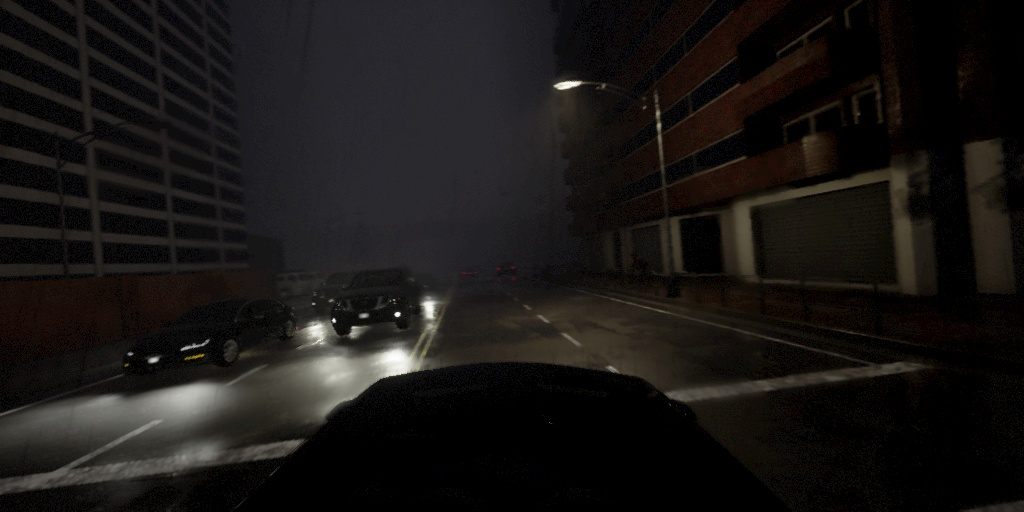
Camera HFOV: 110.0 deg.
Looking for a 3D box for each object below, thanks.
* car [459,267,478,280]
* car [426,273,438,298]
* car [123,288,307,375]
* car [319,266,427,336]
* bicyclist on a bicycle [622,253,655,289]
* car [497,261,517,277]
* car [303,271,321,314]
[{"bbox_3d":[-5.252,2.024,42.610,2.033,1.411,5.357,-5,0,-13],"label":"car"},{"bbox_3d":[-5.979,1.879,23.530,1.882,1.535,5.008,-5,0,-7],"label":"car"},{"bbox_3d":[-7.774,1.958,9.862,1.837,1.490,4.892,-5,0,-7],"label":"car"},{"bbox_3d":[-4.712,1.443,13.226,2.150,2.045,5.566,-5,0,-8],"label":"car"},{"bbox_3d":[5.757,0.673,16.353,1.656,1.620,0.582,-5,0,-7],"label":"bicyclist on a bicycle"},{"bbox_3d":[-0.584,1.436,41.967,2.097,1.767,4.553,-5,0,2],"label":"car"},{"bbox_3d":[-9.084,1.856,20.053,2.150,2.045,5.566,-5,0,-7],"label":"car"}]
